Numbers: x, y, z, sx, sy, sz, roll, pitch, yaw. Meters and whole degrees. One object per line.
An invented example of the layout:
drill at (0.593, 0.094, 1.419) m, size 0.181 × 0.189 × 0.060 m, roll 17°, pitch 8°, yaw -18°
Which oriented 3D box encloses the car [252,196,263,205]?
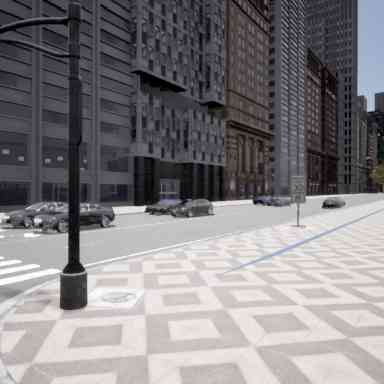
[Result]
car at (10.568, 1.281, 48.580) m, size 1.895 × 1.301 × 4.718 m, roll 0°, pitch 0°, yaw 36°

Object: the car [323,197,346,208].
car at (17.985, 1.276, 42.015) m, size 1.994 × 1.385 × 4.181 m, roll 0°, pitch 1°, yaw 36°

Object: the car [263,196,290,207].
car at (11.606, 1.271, 44.507) m, size 1.994 × 1.385 × 4.181 m, roll 0°, pitch 0°, yaw 36°

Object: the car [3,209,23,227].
car at (-9.291, 1.393, 21.165) m, size 2.128 × 1.511 × 4.902 m, roll 0°, pitch 0°, yaw 37°

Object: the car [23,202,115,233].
car at (-6.677, 1.401, 19.267) m, size 2.128 × 1.511 × 4.902 m, roll 0°, pitch 0°, yaw 34°

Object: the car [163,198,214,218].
car at (0.038, 1.342, 28.566) m, size 1.837 × 1.490 × 4.892 m, roll 0°, pitch 1°, yaw 36°

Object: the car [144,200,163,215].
car at (-2.048, 1.370, 31.233) m, size 2.033 × 1.411 × 5.357 m, roll 0°, pitch 1°, yaw 36°
